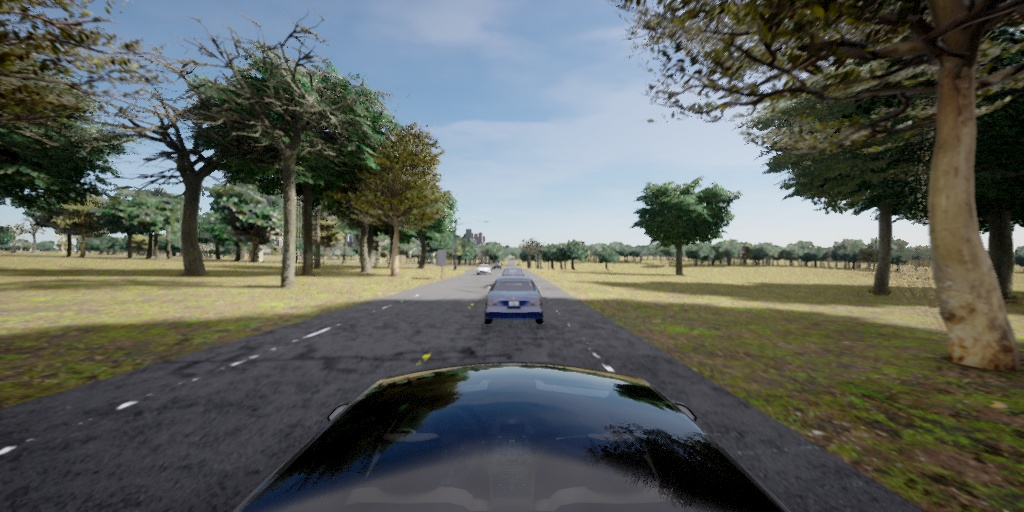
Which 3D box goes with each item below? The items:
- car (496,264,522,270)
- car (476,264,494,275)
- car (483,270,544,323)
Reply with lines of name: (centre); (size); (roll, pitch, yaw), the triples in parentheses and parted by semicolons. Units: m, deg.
car: (0.074, 1.573, 27.607); (2.033, 1.411, 5.357); (0, -1, 0)
car: (-3.771, 1.849, 48.453); (1.812, 1.442, 4.674); (0, -1, -2)
car: (0.070, 1.400, 12.550); (2.033, 1.411, 5.357); (0, -1, 0)
